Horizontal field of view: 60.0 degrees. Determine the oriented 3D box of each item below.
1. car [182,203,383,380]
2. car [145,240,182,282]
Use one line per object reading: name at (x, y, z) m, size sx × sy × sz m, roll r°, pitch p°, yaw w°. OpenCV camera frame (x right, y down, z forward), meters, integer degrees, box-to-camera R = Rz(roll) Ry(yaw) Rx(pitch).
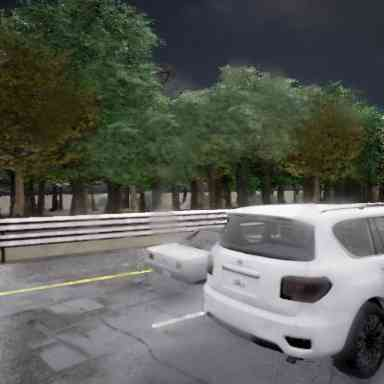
car at (2.775, 1.215, 5.721) m, size 5.566 × 2.045 × 2.150 m, roll 0°, pitch 0°, yaw -35°
car at (1.236, 1.593, 8.923) m, size 4.718 × 1.301 × 1.895 m, roll 0°, pitch 0°, yaw -35°
